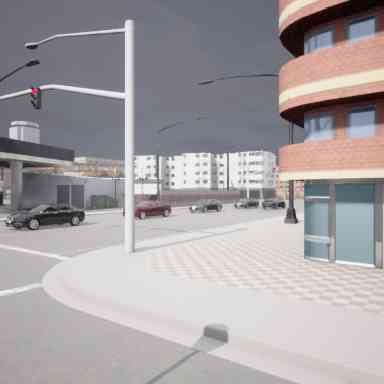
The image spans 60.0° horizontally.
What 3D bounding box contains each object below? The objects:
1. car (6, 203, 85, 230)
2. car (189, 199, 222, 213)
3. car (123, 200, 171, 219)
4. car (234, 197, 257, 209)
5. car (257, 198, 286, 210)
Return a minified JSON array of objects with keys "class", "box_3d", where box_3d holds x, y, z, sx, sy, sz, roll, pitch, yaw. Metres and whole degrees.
[{"class":"car","box_3d":[-9.163,1.505,21.211,1.837,1.490,4.892,0,0,34]},{"class":"car","box_3d":[1.581,1.491,36.838,2.128,1.511,4.902,0,0,35]},{"class":"car","box_3d":[-3.838,1.478,28.991,1.882,1.535,5.008,0,0,34]},{"class":"car","box_3d":[7.490,1.491,45.364,2.128,1.511,4.902,0,0,35]},{"class":"car","box_3d":[10.822,1.491,43.734,2.128,1.511,4.902,0,0,35]}]
